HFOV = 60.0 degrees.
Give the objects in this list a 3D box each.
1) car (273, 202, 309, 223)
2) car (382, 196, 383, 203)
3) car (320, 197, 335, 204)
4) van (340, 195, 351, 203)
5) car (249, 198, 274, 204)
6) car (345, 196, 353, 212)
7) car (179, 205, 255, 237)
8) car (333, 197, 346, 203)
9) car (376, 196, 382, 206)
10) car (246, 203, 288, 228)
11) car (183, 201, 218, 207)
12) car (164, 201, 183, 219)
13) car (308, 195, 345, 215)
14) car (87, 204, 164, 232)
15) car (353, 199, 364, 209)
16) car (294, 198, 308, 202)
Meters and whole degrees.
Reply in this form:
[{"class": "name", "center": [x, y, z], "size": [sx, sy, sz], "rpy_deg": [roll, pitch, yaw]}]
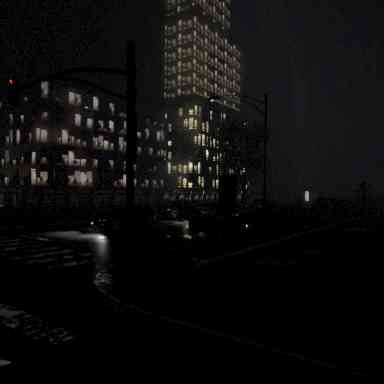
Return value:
[{"class": "car", "center": [8.072, 1.781, 27.846], "size": [1.802, 1.307, 4.206], "rpy_deg": [1, 0, 36]}, {"class": "car", "center": [41.644, 1.785, 73.466], "size": [2.192, 1.841, 5.009], "rpy_deg": [1, 0, 36]}, {"class": "car", "center": [28.303, 1.853, 69.520], "size": [1.947, 1.339, 4.313], "rpy_deg": [1, 0, 36]}, {"class": "van", "center": [38.204, 1.710, 82.911], "size": [1.690, 1.788, 3.998], "rpy_deg": [1, 0, 36]}, {"class": "car", "center": [7.788, 1.496, 37.385], "size": [2.097, 1.767, 4.553], "rpy_deg": [1, 0, 37]}, {"class": "car", "center": [18.585, 1.722, 42.193], "size": [1.967, 1.590, 4.097], "rpy_deg": [1, 0, 36]}, {"class": "car", "center": [1.556, 1.698, 19.031], "size": [2.008, 1.369, 4.403], "rpy_deg": [1, 0, 36]}, {"class": "car", "center": [34.801, 1.865, 78.311], "size": [1.752, 1.417, 4.829], "rpy_deg": [1, 0, 36]}, {"class": "car", "center": [35.143, 1.942, 64.676], "size": [1.752, 1.417, 4.829], "rpy_deg": [1, 0, 36]}, {"class": "car", "center": [4.815, 1.739, 23.439], "size": [1.947, 1.339, 4.313], "rpy_deg": [1, 0, 36]}, {"class": "car", "center": [1.700, 1.572, 29.172], "size": [1.882, 1.535, 5.008], "rpy_deg": [1, 0, 36]}, {"class": "car", "center": [-1.500, 1.485, 29.425], "size": [1.967, 1.590, 4.097], "rpy_deg": [1, 0, 36]}, {"class": "car", "center": [15.312, 1.571, 37.709], "size": [2.192, 1.841, 5.009], "rpy_deg": [1, 0, 36]}, {"class": "car", "center": [-4.297, 1.552, 21.064], "size": [1.837, 1.490, 4.892], "rpy_deg": [1, 0, 36]}, {"class": "car", "center": [25.142, 1.775, 51.149], "size": [1.967, 1.590, 4.097], "rpy_deg": [1, 0, 36]}, {"class": "car", "center": [18.301, 1.730, 55.993], "size": [1.752, 1.417, 4.829], "rpy_deg": [1, 0, 36]}]
